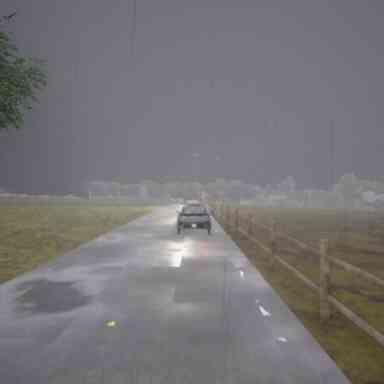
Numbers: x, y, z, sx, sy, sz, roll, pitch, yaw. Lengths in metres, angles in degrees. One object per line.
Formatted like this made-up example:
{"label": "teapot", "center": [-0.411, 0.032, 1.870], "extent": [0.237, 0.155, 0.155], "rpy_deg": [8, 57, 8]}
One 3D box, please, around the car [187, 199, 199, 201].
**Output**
{"label": "car", "center": [0.106, 1.546, 36.042], "extent": [1.882, 1.535, 5.008], "rpy_deg": [0, 0, 0]}

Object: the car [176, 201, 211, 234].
{"label": "car", "center": [0.102, 1.497, 19.208], "extent": [2.128, 1.511, 4.902], "rpy_deg": [0, 0, 0]}
